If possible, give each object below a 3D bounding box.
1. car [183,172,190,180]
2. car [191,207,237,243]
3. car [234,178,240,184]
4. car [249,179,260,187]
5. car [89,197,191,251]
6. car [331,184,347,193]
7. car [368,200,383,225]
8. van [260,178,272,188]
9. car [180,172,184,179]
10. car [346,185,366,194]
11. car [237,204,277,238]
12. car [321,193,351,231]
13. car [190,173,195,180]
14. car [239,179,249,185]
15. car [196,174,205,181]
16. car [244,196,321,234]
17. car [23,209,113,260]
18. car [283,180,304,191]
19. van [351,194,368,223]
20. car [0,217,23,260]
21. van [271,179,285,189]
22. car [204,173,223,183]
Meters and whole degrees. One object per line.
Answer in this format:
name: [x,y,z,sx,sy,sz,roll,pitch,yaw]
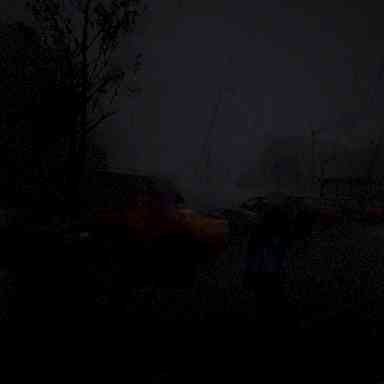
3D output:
car: [0.594,-4.084,90.055,2.185,1.767,4.553,4,1,33]
car: [-0.809,1.502,16.141,5.366,1.575,1.946,-1,-1,35]
car: [11.067,-2.317,75.344,2.002,1.452,4.674,7,3,35]
car: [14.639,-1.812,70.559,1.946,1.575,5.366,7,3,35]
car: [-3.130,1.247,14.315,5.566,2.045,2.435,-1,-1,35]
car: [24.905,-0.426,55.604,2.435,2.045,5.566,7,3,35]
car: [11.690,1.403,24.645,4.553,1.767,2.185,-1,-1,35]
van: [16.212,-1.764,67.827,1.878,1.987,4.442,7,4,35]
car: [-1.176,-4.362,92.403,2.435,2.045,5.566,1,-1,34]
car: [26.594,0.137,53.131,2.002,1.452,4.674,7,3,35]
car: [1.798,1.548,17.767,4.674,1.452,2.002,-1,-1,35]
car: [6.741,1.267,21.227,5.566,2.045,2.435,-1,-1,35]
car: [2.323,-3.850,87.584,2.185,1.767,4.553,6,3,34]
car: [12.808,-2.043,72.881,2.002,1.452,4.674,7,4,35]
car: [4.116,-3.698,85.117,2.435,2.045,5.566,7,3,34]
car: [4.226,1.262,19.524,5.566,2.045,2.435,-1,-1,35]
car: [-5.576,1.524,12.571,4.792,1.488,2.163,-1,-1,35]
car: [19.698,-0.992,62.992,2.231,1.521,4.892,7,3,35]
van: [9.280,1.296,22.896,4.442,1.987,1.878,-1,-1,35]
car: [-7.996,1.493,10.825,4.892,1.521,2.231,-1,-1,35]
van: [17.939,-1.491,65.355,1.878,1.987,4.442,7,4,35]
car: [5.966,-3.175,82.857,1.946,1.575,5.366,7,3,34]
